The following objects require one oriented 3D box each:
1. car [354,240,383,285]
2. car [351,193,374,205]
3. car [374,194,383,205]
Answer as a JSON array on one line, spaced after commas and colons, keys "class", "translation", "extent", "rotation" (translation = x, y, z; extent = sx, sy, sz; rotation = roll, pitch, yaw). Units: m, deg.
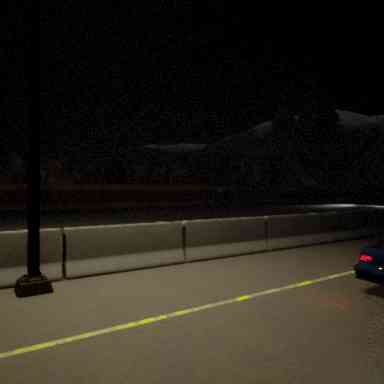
[{"class": "car", "translation": [6.064, 1.448, 7.843], "extent": [5.357, 1.411, 2.033], "rotation": [0, 1, -33]}, {"class": "car", "translation": [23.312, 0.860, 44.727], "extent": [4.902, 1.511, 2.128], "rotation": [0, 1, -35]}, {"class": "car", "translation": [25.686, 0.985, 42.083], "extent": [5.357, 1.411, 2.033], "rotation": [0, 1, -35]}]
